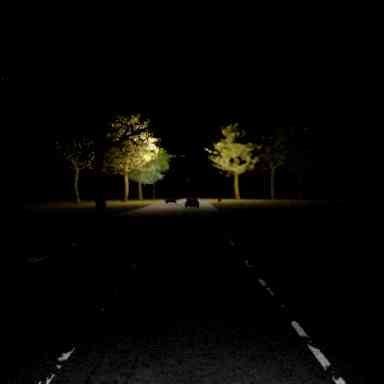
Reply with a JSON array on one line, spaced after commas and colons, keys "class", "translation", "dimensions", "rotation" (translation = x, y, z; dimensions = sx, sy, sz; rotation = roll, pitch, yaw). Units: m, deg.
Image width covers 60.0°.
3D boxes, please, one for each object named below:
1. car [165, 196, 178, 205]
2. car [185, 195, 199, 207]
[{"class": "car", "translation": [-3.470, 1.324, 55.736], "dimensions": [1.812, 1.442, 4.674], "rotation": [0, 0, 0]}, {"class": "car", "translation": [0.027, 1.516, 50.213], "dimensions": [1.994, 1.385, 4.181], "rotation": [0, 0, 0]}]
